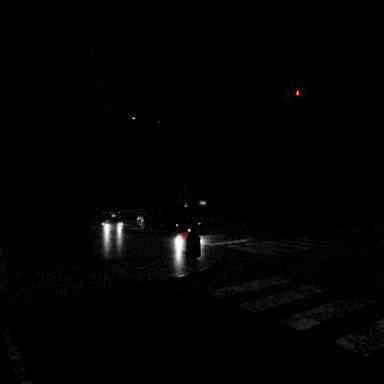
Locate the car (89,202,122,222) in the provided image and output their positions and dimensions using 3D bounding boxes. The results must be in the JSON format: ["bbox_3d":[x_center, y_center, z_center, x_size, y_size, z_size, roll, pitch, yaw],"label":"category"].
[{"bbox_3d":[-7.548,1.605,27.957,2.128,1.511,4.902,0,0,-35],"label":"car"}]

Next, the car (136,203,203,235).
[{"bbox_3d":[-1.519,1.615,19.577,2.033,1.411,5.357,0,0,-32],"label":"car"}]
